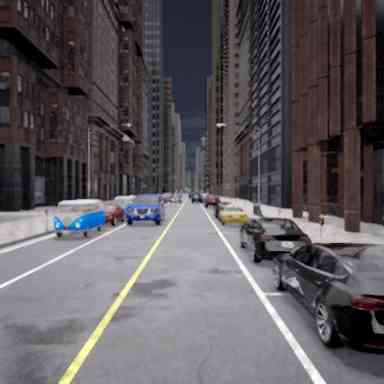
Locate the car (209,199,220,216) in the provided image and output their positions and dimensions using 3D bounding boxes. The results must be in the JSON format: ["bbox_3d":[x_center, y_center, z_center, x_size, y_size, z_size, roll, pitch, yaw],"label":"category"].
[{"bbox_3d":[2.762,1.513,28.560,1.947,1.339,4.313,0,0,0],"label":"car"}]

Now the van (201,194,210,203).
[{"bbox_3d":[2.761,1.236,67.890,1.690,1.788,3.998,0,0,0],"label":"van"}]

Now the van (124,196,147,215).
[{"bbox_3d":[-5.763,1.279,34.169,1.690,1.788,3.998,0,0,0],"label":"van"}]

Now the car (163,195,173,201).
[{"bbox_3d":[-5.764,1.434,79.116,2.008,1.369,4.403,0,0,0],"label":"car"}]

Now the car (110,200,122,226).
[{"bbox_3d":[-5.763,1.502,22.932,1.887,1.381,4.507,0,0,0],"label":"car"}]

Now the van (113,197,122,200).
[{"bbox_3d":[-5.763,1.289,28.550,1.690,1.788,3.998,0,0,0],"label":"van"}]

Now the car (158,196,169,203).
[{"bbox_3d":[-5.764,1.440,67.879,1.887,1.381,4.507,0,0,0],"label":"car"}]

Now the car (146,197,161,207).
[{"bbox_3d":[-5.763,1.440,50.854,1.752,1.417,4.829,0,0,0],"label":"car"}]

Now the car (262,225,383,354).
[{"bbox_3d":[2.763,1.554,6.085,1.947,1.339,4.313,0,0,0],"label":"car"}]

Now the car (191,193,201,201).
[{"bbox_3d":[0.898,1.237,76.609,2.097,1.767,4.553,0,0,0],"label":"car"}]

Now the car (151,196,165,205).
[{"bbox_3d":[-5.764,1.458,56.649,2.008,1.369,4.403,0,0,0],"label":"car"}]

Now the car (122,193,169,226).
[{"bbox_3d":[-3.100,1.177,23.394,2.150,2.045,5.566,0,0,0],"label":"car"}]

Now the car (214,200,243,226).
[{"bbox_3d":[2.762,1.482,23.111,1.752,1.417,4.829,0,0,0],"label":"car"}]

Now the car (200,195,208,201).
[{"bbox_3d":[2.761,1.408,79.298,1.752,1.417,4.829,0,0,0],"label":"car"}]

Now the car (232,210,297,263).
[{"bbox_3d":[2.763,1.543,11.703,1.947,1.339,4.313,0,0,0],"label":"car"}]

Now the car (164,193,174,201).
[{"bbox_3d":[-5.764,1.193,84.734,2.192,1.841,5.009,0,0,0],"label":"car"}]

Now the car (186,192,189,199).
[{"bbox_3d":[-0.002,1.024,94.788,2.150,2.045,5.566,0,0,0],"label":"car"}]

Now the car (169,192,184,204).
[{"bbox_3d":[-3.040,1.253,62.627,2.097,1.767,4.553,0,0,1],"label":"car"}]

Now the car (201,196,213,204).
[{"bbox_3d":[2.761,1.451,62.272,2.008,1.369,4.403,0,0,0],"label":"car"}]

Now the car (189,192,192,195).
[{"bbox_3d":[0.899,1.116,70.669,2.150,2.045,5.566,0,0,0],"label":"car"}]

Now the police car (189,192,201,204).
[{"bbox_3d":[0.899,1.328,60.749,1.930,1.638,5.238,0,0,0],"label":"police car"}]

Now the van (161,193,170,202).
[{"bbox_3d":[-5.764,1.230,73.498,1.690,1.788,3.998,0,0,0],"label":"van"}]

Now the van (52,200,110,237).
[{"bbox_3d":[-5.762,1.308,17.314,1.690,1.788,3.998,0,0,0],"label":"van"}]

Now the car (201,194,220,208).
[{"bbox_3d":[2.762,1.236,45.416,2.192,1.841,5.009,0,0,0],"label":"car"}]
